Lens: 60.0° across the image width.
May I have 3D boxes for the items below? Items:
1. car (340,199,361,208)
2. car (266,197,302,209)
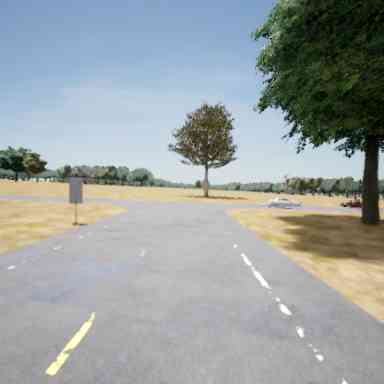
[{"bbox_3d":[25.642,1.825,51.597,5.008,1.535,1.882,1,0,1],"label":"car"},{"bbox_3d":[12.417,1.477,44.870,4.674,1.442,1.812,2,0,1],"label":"car"}]
